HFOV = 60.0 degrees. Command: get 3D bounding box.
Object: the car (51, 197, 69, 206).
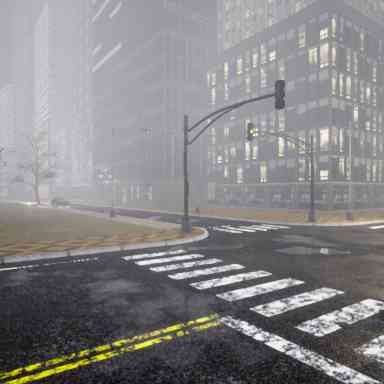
[{"bbox_3d":[-21.611,1.553,54.287,2.033,1.411,5.357,0,0,-35],"label":"car"}]
